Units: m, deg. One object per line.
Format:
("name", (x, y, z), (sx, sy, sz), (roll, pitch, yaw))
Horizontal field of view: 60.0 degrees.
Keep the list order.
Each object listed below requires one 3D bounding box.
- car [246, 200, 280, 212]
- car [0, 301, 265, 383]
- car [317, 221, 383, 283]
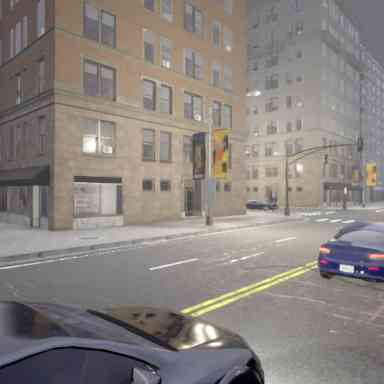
("car", (7.726, 1.591, 38.802), (4.718, 1.301, 1.895), (0, 0, 43))
("car", (-1.197, 1.564, 2.398), (1.994, 1.385, 4.181), (0, 0, 43))
("car", (4.991, 1.528, 9.034), (1.812, 1.442, 4.674), (0, 0, 43))
